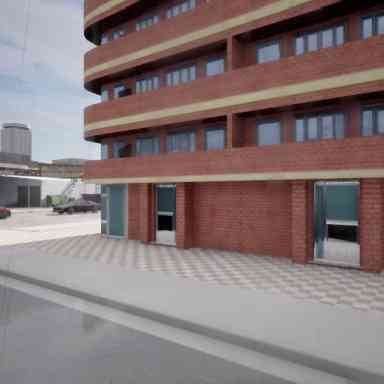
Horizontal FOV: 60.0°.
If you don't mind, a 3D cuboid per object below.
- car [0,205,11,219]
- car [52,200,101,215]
[{"bbox_3d":[-17.013,1.564,26.880,1.994,1.385,4.181,0,0,34],"label":"car"},{"bbox_3d":[-11.704,1.547,34.608,2.033,1.411,5.357,0,0,34],"label":"car"}]
